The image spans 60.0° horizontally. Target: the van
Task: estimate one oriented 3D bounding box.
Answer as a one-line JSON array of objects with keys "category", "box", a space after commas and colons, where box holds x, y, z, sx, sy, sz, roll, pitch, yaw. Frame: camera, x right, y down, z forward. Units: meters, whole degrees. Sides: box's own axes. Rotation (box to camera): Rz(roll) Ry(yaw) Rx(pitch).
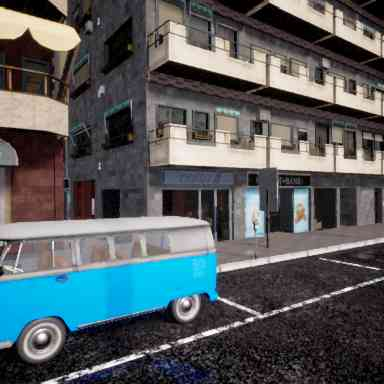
[{"category": "van", "box": [-1.440, 1.341, 5.545, 3.998, 1.788, 1.690, 0, 0, -36]}]
